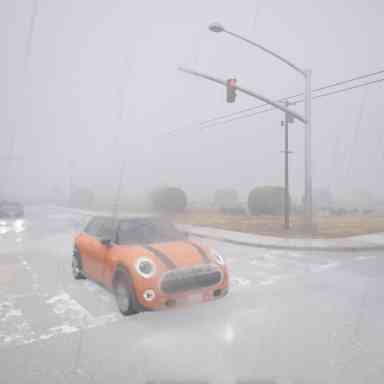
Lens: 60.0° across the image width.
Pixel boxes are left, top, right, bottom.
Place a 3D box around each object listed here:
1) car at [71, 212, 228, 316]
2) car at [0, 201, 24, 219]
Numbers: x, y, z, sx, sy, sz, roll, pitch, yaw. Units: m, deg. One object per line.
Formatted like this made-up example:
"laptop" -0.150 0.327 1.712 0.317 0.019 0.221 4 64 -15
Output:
"car" -1.217 1.312 7.729 2.097 1.767 4.553 0 -1 -35
"car" -15.887 1.529 28.901 2.128 1.511 4.902 0 1 -35
